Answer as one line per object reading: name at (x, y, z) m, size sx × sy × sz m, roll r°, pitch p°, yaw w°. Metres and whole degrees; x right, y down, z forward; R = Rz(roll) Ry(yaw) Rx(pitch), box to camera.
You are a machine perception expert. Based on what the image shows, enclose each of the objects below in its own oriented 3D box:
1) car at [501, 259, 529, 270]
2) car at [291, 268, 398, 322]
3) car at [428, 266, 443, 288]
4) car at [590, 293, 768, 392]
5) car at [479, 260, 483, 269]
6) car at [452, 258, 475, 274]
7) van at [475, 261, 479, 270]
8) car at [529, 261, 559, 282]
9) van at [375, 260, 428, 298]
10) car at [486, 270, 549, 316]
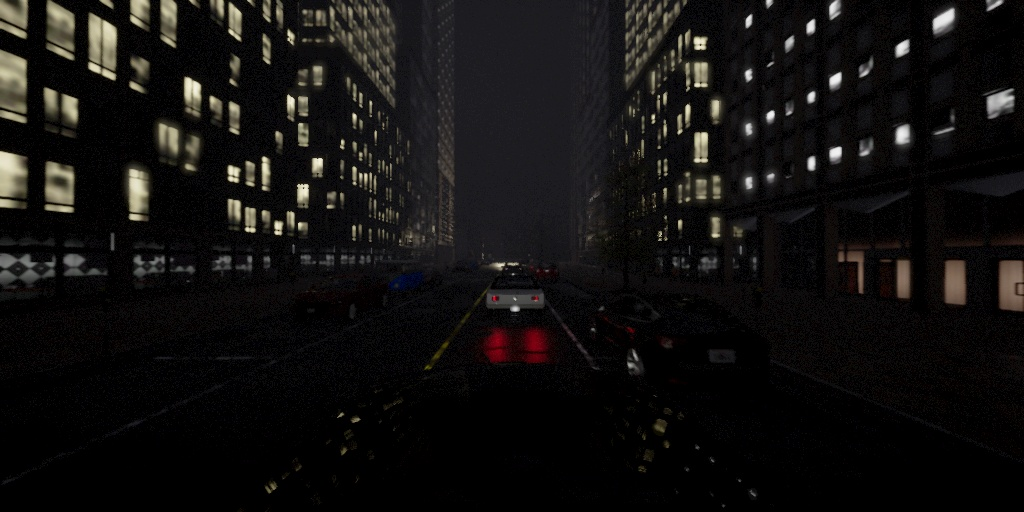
car at (0.106, 1.254, 30.975) m, size 2.128 × 1.511 × 4.902 m, roll 0°, pitch 0°, yaw 0°
car at (-5.688, 1.301, 12.384) m, size 1.888 × 1.381 × 4.507 m, roll 0°, pitch 0°, yaw 0°
car at (-5.685, 1.343, 23.769) m, size 1.802 × 1.307 × 4.207 m, roll 0°, pitch 0°, yaw 0°
car at (2.692, 1.319, 6.677) m, size 1.948 × 1.339 × 4.313 m, roll 0°, pitch 0°, yaw 0°
car at (-5.678, 1.331, 52.230) m, size 1.948 × 1.339 × 4.313 m, roll 0°, pitch 0°, yaw 0°
car at (-5.681, 1.204, 40.845) m, size 1.967 × 1.591 × 4.097 m, roll 0°, pitch 0°, yaw 0°
van at (-5.679, 1.106, 46.538) m, size 1.690 × 1.789 × 3.998 m, roll 0°, pitch 0°, yaw 0°
car at (2.697, 1.202, 29.444) m, size 1.967 × 1.591 × 4.097 m, roll 0°, pitch 0°, yaw 0°
van at (-5.686, 1.099, 18.077) m, size 1.690 × 1.789 × 3.998 m, roll 0°, pitch 0°, yaw 0°
car at (0.103, 1.357, 13.405) m, size 1.895 × 1.301 × 4.718 m, roll 0°, pitch 0°, yaw 0°
